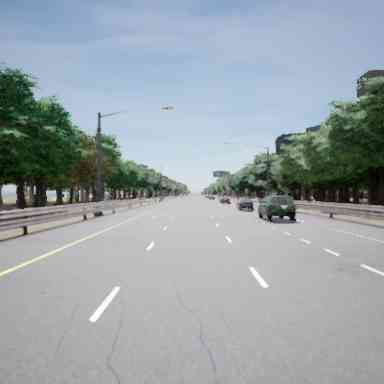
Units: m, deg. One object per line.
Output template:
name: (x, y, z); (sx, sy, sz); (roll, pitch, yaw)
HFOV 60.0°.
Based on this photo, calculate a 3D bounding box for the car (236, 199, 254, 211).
car: (7.115, 1.702, 45.038); (1.837, 1.490, 4.892); (0, 0, 0)

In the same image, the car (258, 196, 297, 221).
car: (7.045, 1.321, 27.954); (2.150, 2.045, 5.566); (0, 0, 0)

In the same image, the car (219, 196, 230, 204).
car: (7.319, 1.746, 75.403); (2.097, 1.767, 4.553); (0, 0, 1)
